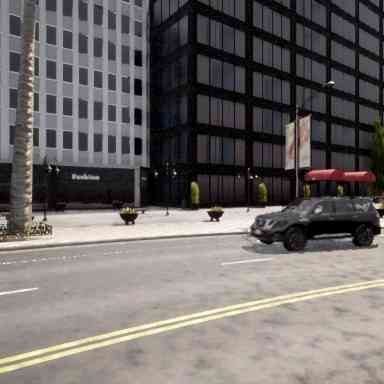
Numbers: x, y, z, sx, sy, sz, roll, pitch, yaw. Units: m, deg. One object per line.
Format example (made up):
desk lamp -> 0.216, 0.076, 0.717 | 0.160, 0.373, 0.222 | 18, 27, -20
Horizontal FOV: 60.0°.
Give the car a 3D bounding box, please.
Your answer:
car -> 5.225, 1.221, 13.971 | 5.566, 2.045, 2.150 | 0, 0, -19
